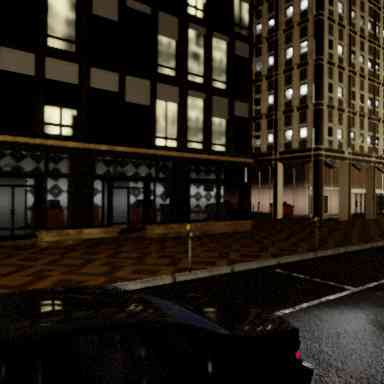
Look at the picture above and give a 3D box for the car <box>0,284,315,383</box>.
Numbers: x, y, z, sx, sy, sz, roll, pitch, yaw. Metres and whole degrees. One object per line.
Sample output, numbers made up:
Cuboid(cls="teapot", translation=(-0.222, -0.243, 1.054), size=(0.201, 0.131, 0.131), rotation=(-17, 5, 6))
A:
Cuboid(cls="car", translation=(-1.369, 1.549, 2.398), size=(5.357, 1.411, 2.033), rotation=(1, 0, -36))
